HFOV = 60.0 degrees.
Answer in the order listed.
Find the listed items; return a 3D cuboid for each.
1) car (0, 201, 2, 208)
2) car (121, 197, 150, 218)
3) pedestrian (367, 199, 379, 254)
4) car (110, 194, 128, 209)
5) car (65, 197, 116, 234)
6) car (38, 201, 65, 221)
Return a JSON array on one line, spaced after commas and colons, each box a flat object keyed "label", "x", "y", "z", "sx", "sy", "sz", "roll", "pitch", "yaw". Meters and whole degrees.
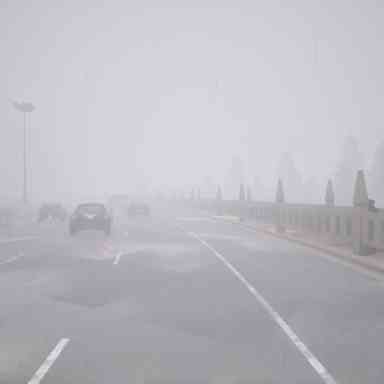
[{"label": "car", "x": -27.189, "y": 1.672, "z": 45.500, "sx": 1.812, "sy": 1.442, "sz": 4.674, "roll": 0, "pitch": 0, "yaw": -31}, {"label": "car", "x": -5.162, "y": 1.507, "z": 30.971, "sx": 1.882, "sy": 1.535, "sz": 5.008, "roll": 0, "pitch": 0, "yaw": -18}, {"label": "pedestrian", "x": 6.035, "y": 1.137, "z": 11.219, "sx": 0.375, "sy": 1.860, "sz": 0.375, "roll": -1, "pitch": 1, "yaw": -7}, {"label": "car", "x": -9.520, "y": 1.279, "z": 42.403, "sx": 2.150, "sy": 2.045, "sz": 5.566, "roll": 0, "pitch": 0, "yaw": -25}, {"label": "car", "x": -5.743, "y": 1.367, "z": 19.382, "sx": 2.097, "sy": 1.767, "sz": 4.553, "roll": 0, "pitch": 0, "yaw": -11}, {"label": "car", "x": -11.348, "y": 1.546, "z": 27.326, "sx": 1.837, "sy": 1.490, "sz": 4.892, "roll": 0, "pitch": 0, "yaw": -17}]
